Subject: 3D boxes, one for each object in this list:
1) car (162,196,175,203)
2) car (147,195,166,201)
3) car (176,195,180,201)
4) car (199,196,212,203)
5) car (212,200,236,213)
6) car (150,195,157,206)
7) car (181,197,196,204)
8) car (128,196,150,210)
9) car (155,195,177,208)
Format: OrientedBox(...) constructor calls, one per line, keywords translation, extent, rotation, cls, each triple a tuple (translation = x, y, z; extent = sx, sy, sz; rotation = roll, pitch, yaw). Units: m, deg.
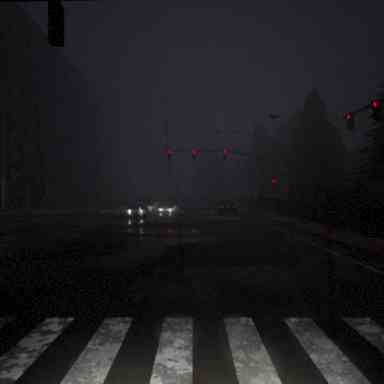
OrientedBox(translation=(-4.763, 1.478, 66.616), extent=(1.812, 1.442, 4.674), rotation=(0, 0, -12), cls="car")
OrientedBox(translation=(-8.795, 1.480, 82.725), extent=(2.033, 1.411, 5.357), rotation=(0, 0, -41), cls="car")
OrientedBox(translation=(-3.569, 1.507, 55.539), extent=(2.033, 1.411, 5.357), rotation=(0, 0, 0), cls="car")
OrientedBox(translation=(2.708, 1.479, 64.921), extent=(1.812, 1.442, 4.674), rotation=(0, 0, -9), cls="car")
OrientedBox(translation=(3.629, 1.521, 35.846), extent=(2.033, 1.411, 5.357), rotation=(0, 0, 0), cls="car")
OrientedBox(translation=(-7.098, 1.439, 52.885), extent=(1.882, 1.535, 5.008), rotation=(0, 0, -1), cls="car")
OrientedBox(translation=(-0.385, 1.556, 62.391), extent=(1.895, 1.301, 4.718), rotation=(0, 0, -6), cls="car")
OrientedBox(translation=(-7.042, 1.494, 43.625), extent=(1.812, 1.442, 4.674), rotation=(0, 0, 0), cls="car")
OrientedBox(translation=(-3.537, 1.530, 46.355), extent=(1.994, 1.385, 4.181), rotation=(0, 0, 0), cls="car")
